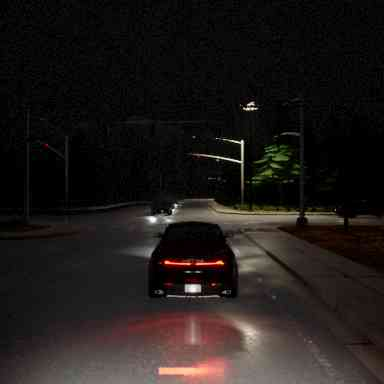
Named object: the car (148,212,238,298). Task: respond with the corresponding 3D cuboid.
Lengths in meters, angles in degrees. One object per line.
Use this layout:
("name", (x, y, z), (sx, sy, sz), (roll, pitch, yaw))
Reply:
("car", (0.036, 1.501, 8.481), (1.837, 1.490, 4.892), (0, 0, 0))

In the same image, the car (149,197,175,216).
("car", (-3.127, 1.517, 32.660), (1.837, 1.490, 4.892), (-1, 0, -11))

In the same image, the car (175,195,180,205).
("car", (-3.609, 1.505, 60.339), (1.837, 1.490, 4.892), (0, 0, 1))

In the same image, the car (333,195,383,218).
("car", (15.558, 1.248, 29.621), (5.566, 2.045, 2.150), (0, 0, 1))

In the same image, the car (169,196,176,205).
("car", (-3.662, 1.601, 47.740), (1.895, 1.301, 4.718), (0, 0, 0))

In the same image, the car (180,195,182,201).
("car", (-3.230, 1.358, 76.048), (1.837, 1.490, 4.892), (0, 0, 2))
